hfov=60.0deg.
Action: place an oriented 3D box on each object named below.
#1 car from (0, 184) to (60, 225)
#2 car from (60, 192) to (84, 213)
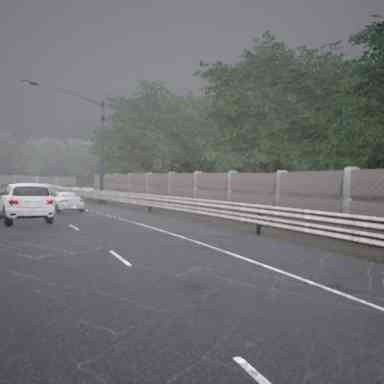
[{"bbox_3d":[-9.063,0.570,18.055,2.150,2.045,5.566,1,1,-34],"label":"car"},{"bbox_3d":[-9.404,0.713,24.519,1.812,1.442,4.674,1,1,-37],"label":"car"}]
